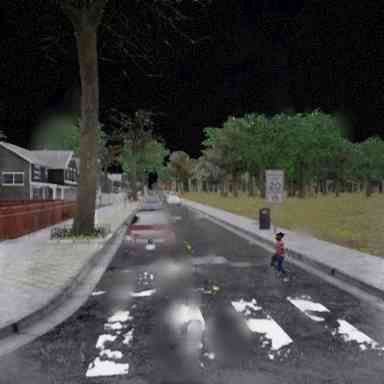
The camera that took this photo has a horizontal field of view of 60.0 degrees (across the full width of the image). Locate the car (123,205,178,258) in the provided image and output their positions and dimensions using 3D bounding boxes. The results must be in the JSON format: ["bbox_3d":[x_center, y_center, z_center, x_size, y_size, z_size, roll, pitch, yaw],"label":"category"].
[{"bbox_3d":[-1.563,1.453,12.743,1.812,1.442,4.674,-1,0,-6],"label":"car"}]

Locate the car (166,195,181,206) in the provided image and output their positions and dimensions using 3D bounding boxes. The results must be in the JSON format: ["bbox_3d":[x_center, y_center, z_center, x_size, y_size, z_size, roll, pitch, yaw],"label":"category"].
[{"bbox_3d":[-2.661,1.197,47.479,1.812,1.442,4.674,-1,0,-6],"label":"car"}]

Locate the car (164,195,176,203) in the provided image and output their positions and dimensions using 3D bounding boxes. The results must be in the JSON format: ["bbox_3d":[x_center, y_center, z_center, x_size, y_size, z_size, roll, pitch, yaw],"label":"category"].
[{"bbox_3d":[-3.831,1.201,57.433,1.895,1.301,4.718,-1,0,-6],"label":"car"}]

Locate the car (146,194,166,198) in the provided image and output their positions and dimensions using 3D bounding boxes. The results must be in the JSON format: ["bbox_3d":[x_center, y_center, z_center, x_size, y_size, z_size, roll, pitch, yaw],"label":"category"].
[{"bbox_3d":[-4.071,1.138,34.222,2.097,1.767,4.553,-1,0,-6],"label":"car"}]

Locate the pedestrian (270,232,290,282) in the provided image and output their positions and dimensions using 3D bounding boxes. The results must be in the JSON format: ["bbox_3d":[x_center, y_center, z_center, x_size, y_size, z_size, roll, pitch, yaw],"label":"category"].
[{"bbox_3d":[2.175,1.222,8.184,0.375,1.860,0.375,0,-1,-7],"label":"pedestrian"}]

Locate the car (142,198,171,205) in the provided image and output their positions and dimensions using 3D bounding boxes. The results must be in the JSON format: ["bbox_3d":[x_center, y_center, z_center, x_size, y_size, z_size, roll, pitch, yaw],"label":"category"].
[{"bbox_3d":[-2.758,1.408,22.989,2.033,1.411,5.357,-1,0,-7],"label":"car"}]
